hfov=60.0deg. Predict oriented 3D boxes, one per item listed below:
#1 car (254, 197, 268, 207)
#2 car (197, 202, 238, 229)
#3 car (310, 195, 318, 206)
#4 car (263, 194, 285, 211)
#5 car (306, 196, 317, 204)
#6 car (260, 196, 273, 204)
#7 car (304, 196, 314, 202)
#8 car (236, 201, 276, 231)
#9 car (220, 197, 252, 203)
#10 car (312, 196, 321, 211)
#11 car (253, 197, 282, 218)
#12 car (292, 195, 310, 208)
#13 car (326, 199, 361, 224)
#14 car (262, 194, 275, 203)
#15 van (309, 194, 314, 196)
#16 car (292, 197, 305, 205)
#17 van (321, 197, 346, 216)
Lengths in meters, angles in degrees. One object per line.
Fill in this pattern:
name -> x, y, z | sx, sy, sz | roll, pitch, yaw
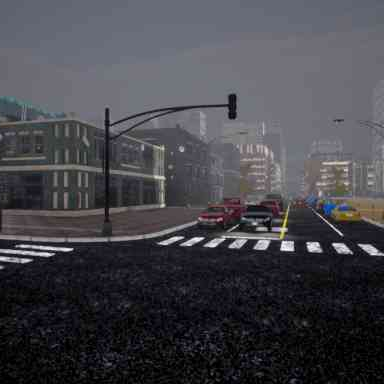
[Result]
car -> 11.161, 1.533, 53.278 | 1.752, 1.417, 4.829 | 0, 0, 17
car -> 1.596, 1.584, 21.552 | 1.802, 1.307, 4.206 | 0, 0, 17
car -> 19.235, 1.574, 51.024 | 1.947, 1.339, 4.313 | 0, 0, 17
car -> 10.111, 1.227, 40.731 | 2.150, 2.045, 5.566 | 0, 0, 18
car -> 24.091, 1.536, 67.130 | 1.752, 1.417, 4.829 | 0, 0, 17
car -> 14.415, 1.560, 64.070 | 2.008, 1.369, 4.403 | 0, 0, 17
car -> 27.246, 1.580, 77.598 | 1.947, 1.339, 4.313 | 0, 0, 17
car -> 4.163, 1.528, 21.080 | 1.812, 1.442, 4.674 | 0, 0, 15
car -> 3.199, 1.318, 26.866 | 2.192, 1.841, 5.009 | 0, 0, 17
car -> 16.029, 1.557, 40.394 | 2.008, 1.369, 4.403 | 0, 0, 17
car -> 7.055, 1.481, 30.689 | 1.882, 1.535, 5.008 | 0, 0, 17
car -> 16.102, 1.571, 49.619 | 1.994, 1.385, 4.181 | 0, 0, 17
car -> 11.271, 1.529, 24.613 | 1.752, 1.417, 4.829 | 0, 0, 17
car -> 16.018, 1.326, 69.384 | 2.192, 1.841, 5.009 | 0, 0, 17
van -> 22.441, 1.351, 61.653 | 1.690, 1.788, 3.998 | 0, 0, 17
car -> 18.883, 1.557, 59.186 | 2.033, 1.411, 5.357 | 0, 0, 17
van -> 12.826, 1.345, 29.765 | 1.690, 1.788, 3.998 | 0, 0, 17
